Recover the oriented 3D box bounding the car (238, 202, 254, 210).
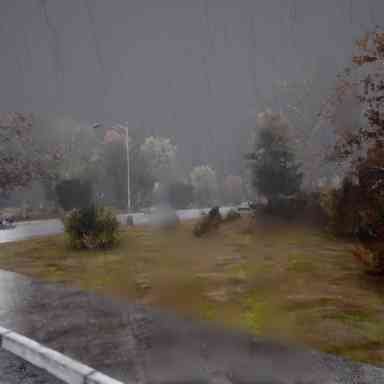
[{"bbox_3d":[8.659,2.204,51.466,1.994,1.385,4.181,-3,-2,32],"label":"car"}]

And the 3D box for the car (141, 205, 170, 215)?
[{"bbox_3d":[-5.351,2.623,49.262,1.895,1.301,4.718,-3,-2,32],"label":"car"}]

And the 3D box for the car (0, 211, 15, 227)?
[{"bbox_3d":[-18.217,2.424,29.238,2.128,1.511,4.902,-3,-2,33],"label":"car"}]
